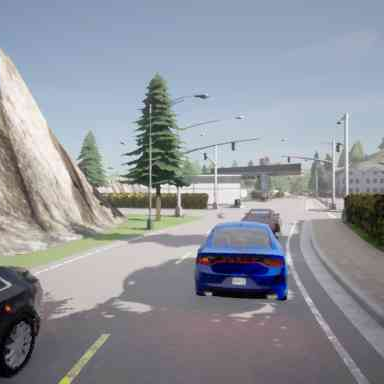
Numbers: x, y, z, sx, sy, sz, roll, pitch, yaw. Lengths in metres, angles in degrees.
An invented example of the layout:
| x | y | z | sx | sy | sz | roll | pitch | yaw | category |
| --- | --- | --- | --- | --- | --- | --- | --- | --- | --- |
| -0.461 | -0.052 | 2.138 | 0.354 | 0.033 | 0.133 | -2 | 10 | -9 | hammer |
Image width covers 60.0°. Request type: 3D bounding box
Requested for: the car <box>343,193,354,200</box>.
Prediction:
| x | y | z | sx | sy | sz | roll | pitch | yaw | category |
| --- | --- | --- | --- | --- | --- | --- | --- | --- | --- |
| 40.213 | 1.077 | 83.015 | 3.866 | 1.878 | 1.905 | 0 | 0 | 19 | car |

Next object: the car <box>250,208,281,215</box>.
| x | y | z | sx | sy | sz | roll | pitch | yaw | category |
| --- | --- | --- | --- | --- | --- | --- | --- | --- | --- |
| 3.699 | 1.564 | 17.701 | 1.994 | 1.385 | 4.181 | 0 | 0 | 17 | car |

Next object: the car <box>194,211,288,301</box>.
| x | y | z | sx | sy | sz | roll | pitch | yaw | category |
| --- | --- | --- | --- | --- | --- | --- | --- | --- | --- |
| 1.293 | 1.478 | 8.513 | 1.882 | 1.535 | 5.008 | 0 | 0 | 10 | car |

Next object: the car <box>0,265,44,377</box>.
| x | y | z | sx | sy | sz | roll | pitch | yaw | category |
| --- | --- | --- | --- | --- | --- | --- | --- | --- | --- |
| -3.170 | 1.505 | 2.819 | 1.837 | 1.490 | 4.892 | 0 | 0 | 5 | car |
